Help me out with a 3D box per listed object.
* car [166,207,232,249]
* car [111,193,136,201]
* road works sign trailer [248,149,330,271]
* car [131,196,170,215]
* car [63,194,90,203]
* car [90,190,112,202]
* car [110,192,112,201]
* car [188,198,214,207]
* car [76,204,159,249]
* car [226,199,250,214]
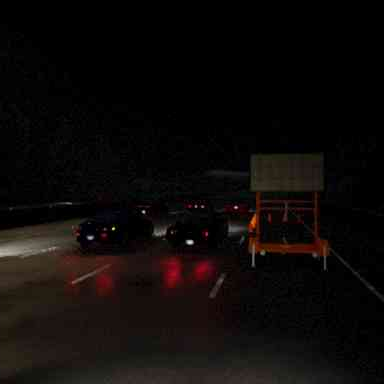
[{"bbox_3d":[0.434,1.543,14.487,1.895,1.301,4.718,0,0,13],"label":"car"},{"bbox_3d":[-9.621,1.020,49.746,2.128,1.511,4.902,0,1,13],"label":"car"},{"bbox_3d":[3.103,0.427,10.967,2.380,3.560,2.880,0,0,13],"label":"road works sign trailer"},{"bbox_3d":[-3.356,1.319,29.248,1.837,1.490,4.892,0,1,13],"label":"car"},{"bbox_3d":[-19.253,1.031,54.660,1.994,1.385,4.181,0,1,13],"label":"car"},{"bbox_3d":[-15.307,0.647,56.190,2.150,2.045,5.566,0,1,13],"label":"car"},{"bbox_3d":[-11.650,0.936,56.482,1.812,1.442,4.674,0,1,13],"label":"car"},{"bbox_3d":[0.926,1.320,32.254,2.033,1.411,5.357,0,1,13],"label":"car"},{"bbox_3d":[-3.181,1.468,14.384,1.812,1.442,4.674,0,0,13],"label":"car"},{"bbox_3d":[4.422,1.336,31.840,1.994,1.385,4.181,0,1,13],"label":"car"}]
